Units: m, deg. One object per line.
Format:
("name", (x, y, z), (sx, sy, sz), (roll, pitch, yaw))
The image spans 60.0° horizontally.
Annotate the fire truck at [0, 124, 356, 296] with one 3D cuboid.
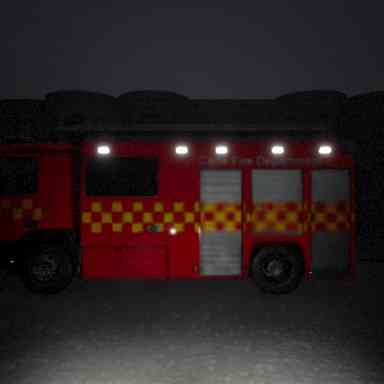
("fire truck", (-0.592, 0.342, 8.524), (8.468, 3.827, 2.891), (0, 0, 0))
